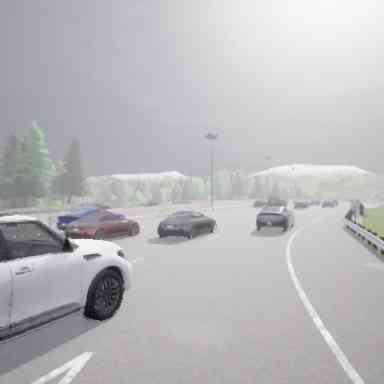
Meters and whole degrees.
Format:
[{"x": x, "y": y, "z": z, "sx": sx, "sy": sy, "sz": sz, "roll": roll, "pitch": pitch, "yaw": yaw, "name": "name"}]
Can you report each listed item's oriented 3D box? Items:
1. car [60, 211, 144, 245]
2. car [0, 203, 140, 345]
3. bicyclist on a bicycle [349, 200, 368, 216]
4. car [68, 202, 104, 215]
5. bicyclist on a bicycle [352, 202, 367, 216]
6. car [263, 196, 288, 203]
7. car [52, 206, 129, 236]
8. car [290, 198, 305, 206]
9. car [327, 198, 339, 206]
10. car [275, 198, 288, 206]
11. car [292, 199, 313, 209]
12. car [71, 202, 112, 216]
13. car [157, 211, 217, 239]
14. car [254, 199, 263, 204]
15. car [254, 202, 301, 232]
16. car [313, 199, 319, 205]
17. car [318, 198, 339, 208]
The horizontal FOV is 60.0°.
[{"x": -4.623, "y": 1.796, "z": 17.642, "sx": 1.994, "sy": 1.385, "sz": 4.181, "roll": -1, "pitch": -1, "yaw": 27, "name": "car"}, {"x": -3.253, "y": 1.300, "z": 4.914, "sx": 2.150, "sy": 2.045, "sz": 5.566, "roll": -1, "pitch": -1, "yaw": 27, "name": "car"}, {"x": 17.469, "y": 1.666, "z": 34.926, "sx": 0.582, "sy": 1.620, "sz": 1.656, "roll": 3, "pitch": -2, "yaw": -42, "name": "bicyclist on a bicycle"}, {"x": -14.341, "y": 2.194, "z": 45.254, "sx": 1.837, "sy": 1.490, "sz": 4.892, "roll": -1, "pitch": -1, "yaw": 27, "name": "car"}, {"x": 17.017, "y": 1.662, "z": 34.042, "sx": 1.656, "sy": 1.620, "sz": 0.582, "roll": 1, "pitch": 0, "yaw": 20, "name": "bicyclist on a bicycle"}, {"x": 13.624, "y": 1.704, "z": 53.429, "sx": 2.150, "sy": 2.045, "sz": 5.566, "roll": -1, "pitch": -1, "yaw": 27, "name": "car"}, {"x": -6.434, "y": 1.781, "z": 21.801, "sx": 1.882, "sy": 1.535, "sz": 5.008, "roll": -1, "pitch": -1, "yaw": 27, "name": "car"}, {"x": 22.660, "y": 2.137, "z": 71.257, "sx": 2.128, "sy": 1.511, "sz": 4.902, "roll": -1, "pitch": -1, "yaw": 27, "name": "car"}, {"x": 28.888, "y": 2.001, "z": 68.065, "sx": 1.837, "sy": 1.490, "sz": 4.892, "roll": -1, "pitch": -1, "yaw": 27, "name": "car"}, {"x": 19.735, "y": 2.148, "z": 73.225, "sx": 1.882, "sy": 1.535, "sz": 5.008, "roll": -1, "pitch": -1, "yaw": 27, "name": "car"}, {"x": 17.985, "y": 1.970, "z": 54.253, "sx": 1.812, "sy": 1.442, "sz": 4.674, "roll": -1, "pitch": -1, "yaw": 27, "name": "car"}, {"x": -12.395, "y": 2.094, "z": 41.368, "sx": 1.882, "sy": 1.535, "sz": 5.008, "roll": -1, "pitch": -1, "yaw": 27, "name": "car"}, {"x": -0.185, "y": 1.754, "z": 18.643, "sx": 1.994, "sy": 1.385, "sz": 4.181, "roll": -1, "pitch": -1, "yaw": 27, "name": "car"}, {"x": 12.200, "y": 2.064, "z": 58.312, "sx": 1.837, "sy": 1.490, "sz": 4.892, "roll": -1, "pitch": -1, "yaw": 27, "name": "car"}, {"x": 5.517, "y": 1.652, "z": 21.685, "sx": 2.128, "sy": 1.511, "sz": 4.902, "roll": -1, "pitch": -1, "yaw": 24, "name": "car"}, {"x": 25.774, "y": 2.096, "z": 69.661, "sx": 2.033, "sy": 1.411, "sz": 5.357, "roll": -1, "pitch": -1, "yaw": 27, "name": "car"}, {"x": 23.852, "y": 1.975, "z": 58.014, "sx": 2.033, "sy": 1.411, "sz": 5.357, "roll": -1, "pitch": -1, "yaw": 27, "name": "car"}]
